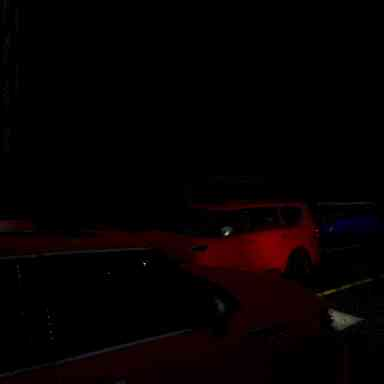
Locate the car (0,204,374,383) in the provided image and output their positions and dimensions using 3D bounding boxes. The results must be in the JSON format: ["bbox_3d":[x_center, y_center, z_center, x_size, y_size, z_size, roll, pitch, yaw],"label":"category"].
[{"bbox_3d":[-1.155,1.219,2.489,5.566,2.045,2.150,0,0,-35],"label":"car"}]

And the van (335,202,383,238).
[{"bbox_3d":[7.074,1.342,15.444,3.998,1.788,1.690,0,0,-36],"label":"van"}]

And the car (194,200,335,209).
[{"bbox_3d":[0.677,1.221,7.724,5.566,2.045,2.150,0,0,-35],"label":"car"}]
